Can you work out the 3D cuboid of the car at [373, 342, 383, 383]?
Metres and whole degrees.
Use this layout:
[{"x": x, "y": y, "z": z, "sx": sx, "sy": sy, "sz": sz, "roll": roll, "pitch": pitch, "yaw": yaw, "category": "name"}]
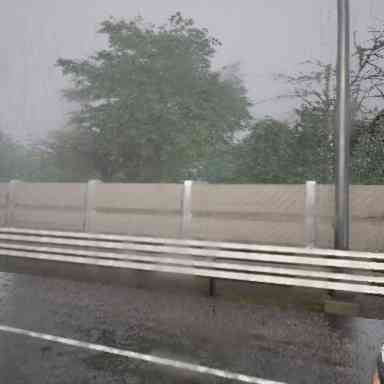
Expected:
[{"x": 3.986, "y": 1.591, "z": 2.514, "sx": 4.553, "sy": 1.767, "sz": 2.097, "roll": 1, "pitch": -3, "yaw": 20, "category": "car"}]
